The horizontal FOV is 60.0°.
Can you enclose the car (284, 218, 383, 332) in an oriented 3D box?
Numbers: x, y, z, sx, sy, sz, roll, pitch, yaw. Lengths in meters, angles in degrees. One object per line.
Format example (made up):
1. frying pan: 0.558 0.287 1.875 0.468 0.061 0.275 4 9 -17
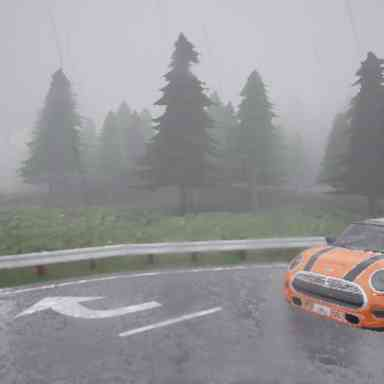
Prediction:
1. car: 3.983 1.349 6.790 4.553 1.767 2.097 0 0 -35
